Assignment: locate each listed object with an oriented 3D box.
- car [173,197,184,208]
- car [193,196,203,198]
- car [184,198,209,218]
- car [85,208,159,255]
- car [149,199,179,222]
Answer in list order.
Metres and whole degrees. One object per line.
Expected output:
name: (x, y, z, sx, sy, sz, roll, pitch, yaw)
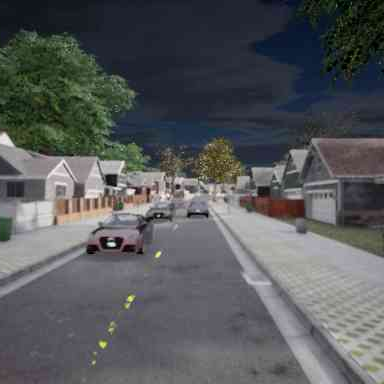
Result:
car: (-1.970, 1.514, 46.668, 1.837, 1.490, 4.892, 0, 0, 1)
car: (0.781, 1.347, 43.783, 2.097, 1.767, 4.553, 0, 0, 2)
car: (0.566, 1.562, 30.668, 1.994, 1.385, 4.181, 0, 0, 1)
car: (-2.651, 1.549, 13.068, 1.994, 1.385, 4.181, 0, 0, 1)
car: (-2.390, 1.546, 26.340, 1.994, 1.385, 4.181, 0, 0, 1)
